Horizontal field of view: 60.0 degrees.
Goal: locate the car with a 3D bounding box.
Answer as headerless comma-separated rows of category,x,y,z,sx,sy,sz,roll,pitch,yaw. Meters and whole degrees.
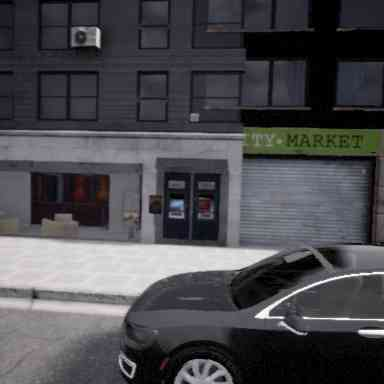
car,1.675,1.380,3.708,4.892,1.490,1.837,2,2,6
